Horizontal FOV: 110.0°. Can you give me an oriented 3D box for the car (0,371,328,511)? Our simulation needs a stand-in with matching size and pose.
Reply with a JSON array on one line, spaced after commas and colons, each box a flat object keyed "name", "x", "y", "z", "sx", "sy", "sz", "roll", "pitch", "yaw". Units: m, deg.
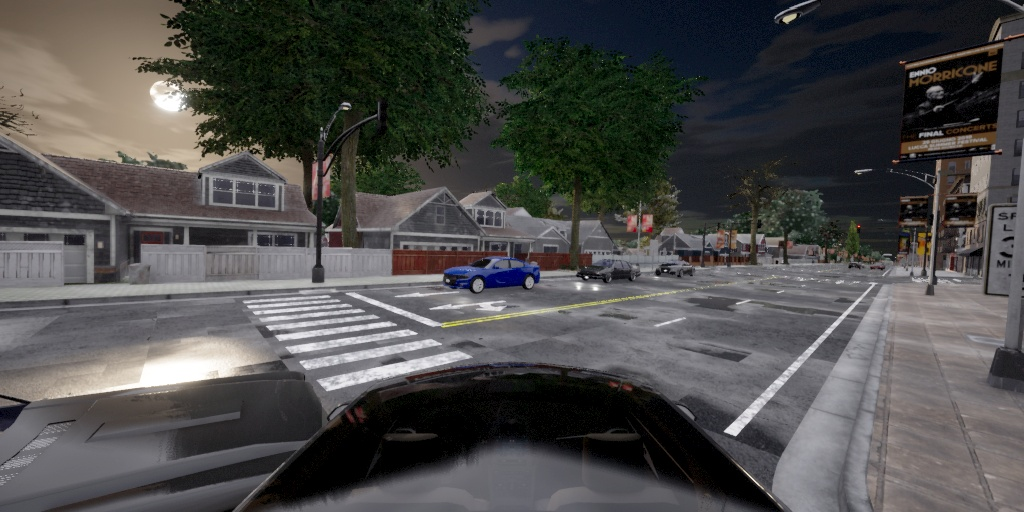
[{"name": "car", "x": -3.321, "y": 1.275, "z": 1.497, "sx": 4.718, "sy": 1.301, "sz": 1.895, "roll": 1, "pitch": 2, "yaw": -33}]

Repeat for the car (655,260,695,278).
[{"name": "car", "x": 13.793, "y": 1.009, "z": 30.201, "sx": 4.181, "sy": 1.385, "sz": 1.994, "roll": 1, "pitch": 2, "yaw": -43}]

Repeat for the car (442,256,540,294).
[{"name": "car", "x": -0.833, "y": 0.775, "z": 16.637, "sx": 5.008, "sy": 1.535, "sz": 1.882, "roll": 1, "pitch": 3, "yaw": -43}]

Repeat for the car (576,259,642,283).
[{"name": "car", "x": 6.464, "y": 0.917, "z": 23.418, "sx": 5.357, "sy": 1.411, "sz": 2.033, "roll": 1, "pitch": 2, "yaw": -43}]
